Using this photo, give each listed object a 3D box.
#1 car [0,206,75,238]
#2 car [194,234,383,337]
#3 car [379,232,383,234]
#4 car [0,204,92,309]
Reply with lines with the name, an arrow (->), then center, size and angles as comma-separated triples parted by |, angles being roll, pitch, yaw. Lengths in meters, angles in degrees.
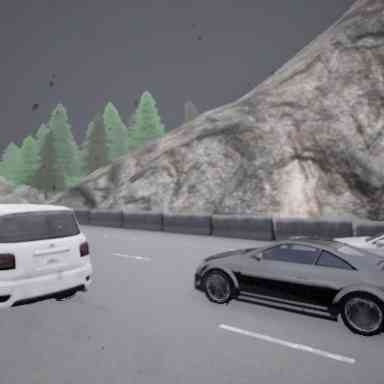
car -> -9.008, 1.640, 19.217 | 4.892, 1.490, 1.837 | 0, 0, 36
car -> 2.103, 1.606, 6.798 | 4.181, 1.385, 1.994 | 0, 0, 36
car -> 5.612, 1.575, 8.572 | 4.674, 1.442, 1.812 | 0, 0, 36
car -> -4.568, 1.275, 7.341 | 5.566, 2.045, 2.150 | 0, 0, 37
